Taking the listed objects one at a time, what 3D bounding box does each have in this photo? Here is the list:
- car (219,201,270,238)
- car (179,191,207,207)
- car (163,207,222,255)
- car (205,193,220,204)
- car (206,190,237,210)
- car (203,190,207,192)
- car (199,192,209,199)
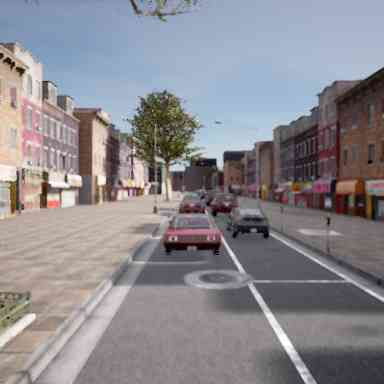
[{"bbox_3d":[2.634,1.379,16.353,2.008,1.369,4.403,1,1,0],"label":"car"},{"bbox_3d":[0.019,1.049,28.241,2.097,1.767,4.553,0,1,0],"label":"car"},{"bbox_3d":[0.024,1.469,12.693,1.895,1.301,4.718,0,1,0],"label":"car"},{"bbox_3d":[2.974,0.933,49.578,1.882,1.535,5.008,0,1,0],"label":"car"},{"bbox_3d":[2.627,1.021,27.432,2.192,1.841,5.009,1,1,0],"label":"car"},{"bbox_3d":[2.946,0.763,42.605,2.150,2.045,5.566,0,1,0],"label":"car"},{"bbox_3d":[2.588,0.749,71.759,1.887,1.381,4.507,1,1,0],"label":"car"}]
